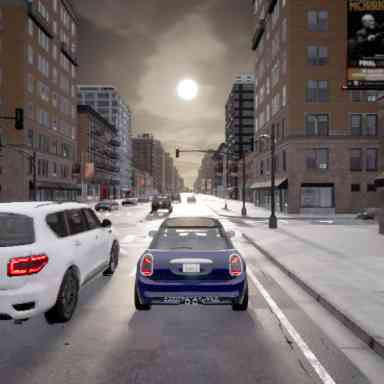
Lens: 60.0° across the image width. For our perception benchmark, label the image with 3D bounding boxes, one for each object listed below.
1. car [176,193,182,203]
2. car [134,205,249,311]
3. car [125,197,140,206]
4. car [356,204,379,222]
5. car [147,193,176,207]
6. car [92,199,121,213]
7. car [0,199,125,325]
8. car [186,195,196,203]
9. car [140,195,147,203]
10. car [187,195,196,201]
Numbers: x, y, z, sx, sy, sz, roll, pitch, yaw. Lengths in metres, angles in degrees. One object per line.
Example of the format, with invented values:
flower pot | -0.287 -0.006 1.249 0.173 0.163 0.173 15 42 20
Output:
car | -3.365 1.211 69.352 2.150 2.045 5.566 0 0 0
car | -0.005 1.352 7.944 2.097 1.767 4.553 0 0 0
car | -9.931 1.596 52.774 1.895 1.301 4.718 0 0 0
car | 15.478 1.550 25.979 4.892 1.490 1.837 0 0 0
car | -3.212 1.221 36.623 2.150 2.045 5.566 0 0 0
car | -9.915 1.546 39.093 2.033 1.411 5.357 0 0 0
car | -3.160 1.221 7.254 2.150 2.045 5.566 0 0 0
car | -0.115 1.482 69.327 2.128 1.511 4.902 0 0 0
car | -9.864 1.342 68.592 2.097 1.767 4.553 0 0 0
car | -0.133 1.453 79.777 1.895 1.301 4.718 0 0 0
